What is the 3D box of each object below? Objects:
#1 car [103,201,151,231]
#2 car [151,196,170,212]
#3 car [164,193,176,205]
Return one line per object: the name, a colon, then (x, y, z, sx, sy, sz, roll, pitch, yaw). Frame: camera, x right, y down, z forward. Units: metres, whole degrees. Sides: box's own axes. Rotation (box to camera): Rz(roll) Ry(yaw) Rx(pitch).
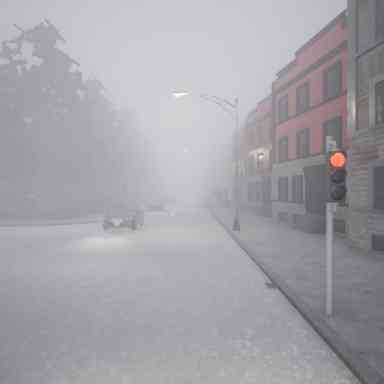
car: (-4.110, 1.493, 20.597, 2.128, 1.511, 4.902, 0, 0, 0)
car: (-4.121, 1.547, 39.391, 2.033, 1.411, 5.357, 0, 0, 0)
car: (-4.092, 1.224, 60.670, 2.150, 2.045, 5.566, 0, 0, 0)
